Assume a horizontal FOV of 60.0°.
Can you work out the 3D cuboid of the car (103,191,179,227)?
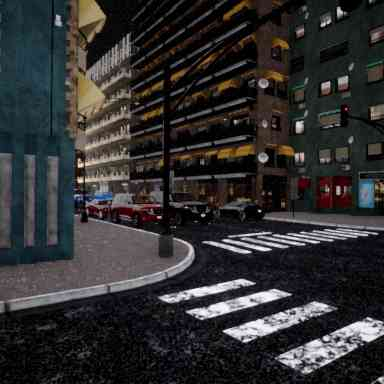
[{"bbox_3d":[-3.248,1.035,20.277,2.192,1.841,5.009,2,0,-36],"label":"car"}]

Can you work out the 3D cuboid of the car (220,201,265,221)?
[{"bbox_3d":[3.562,1.356,25.149,1.947,1.339,4.313,2,0,-36],"label":"car"}]

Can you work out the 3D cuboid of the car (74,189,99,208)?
[{"bbox_3d":[-12.948,0.672,38.146,2.150,2.045,5.566,1,0,-35],"label":"car"}]

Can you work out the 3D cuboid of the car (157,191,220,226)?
[{"bbox_3d":[-0.975,0.968,21.526,2.150,2.045,5.566,1,0,-36],"label":"car"}]

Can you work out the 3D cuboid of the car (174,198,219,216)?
[{"bbox_3d":[0.303,1.291,29.666,1.802,1.307,4.206,2,0,-36],"label":"car"}]

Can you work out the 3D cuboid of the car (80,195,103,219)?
[{"bbox_3d":[-6.515,1.184,24.794,1.887,1.381,4.507,2,0,-36],"label":"car"}]

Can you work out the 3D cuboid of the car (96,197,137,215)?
[{"bbox_3d":[-6.796,1.203,29.591,1.895,1.301,4.718,1,0,-36],"label":"car"}]

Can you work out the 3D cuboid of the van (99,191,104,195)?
[{"bbox_3d":[-12.731,0.729,47.735,1.690,1.788,3.998,2,0,-36],"label":"van"}]
